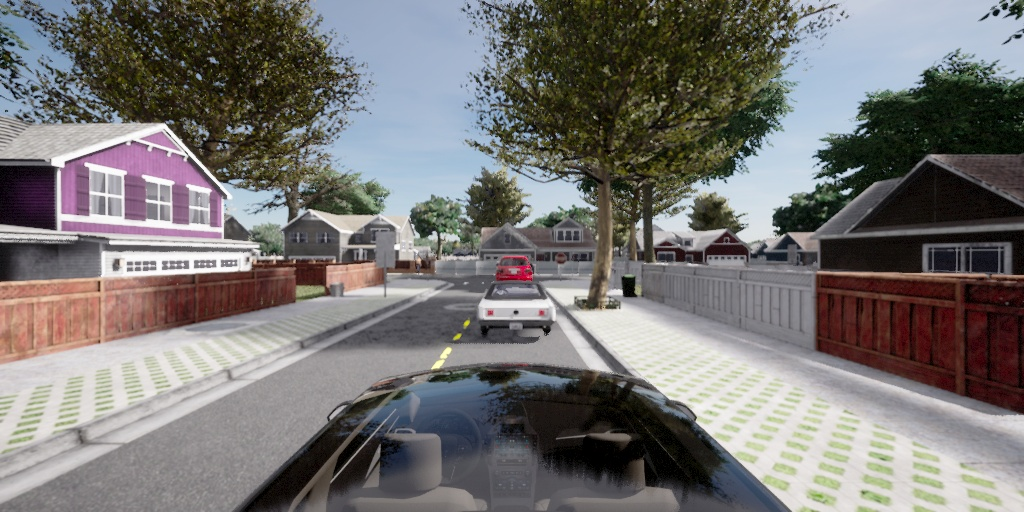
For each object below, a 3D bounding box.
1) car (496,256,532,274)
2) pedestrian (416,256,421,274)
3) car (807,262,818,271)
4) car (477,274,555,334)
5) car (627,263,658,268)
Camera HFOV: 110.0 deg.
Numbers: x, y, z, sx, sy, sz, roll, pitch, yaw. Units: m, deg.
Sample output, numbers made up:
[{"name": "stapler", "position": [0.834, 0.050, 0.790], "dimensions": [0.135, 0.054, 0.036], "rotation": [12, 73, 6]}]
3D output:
[{"name": "car", "position": [0.123, 1.046, 23.171], "dimensions": [2.150, 2.045, 5.566], "rotation": [0, 0, 0]}, {"name": "pedestrian", "position": [-9.729, 0.939, 37.268], "dimensions": [0.375, 1.860, 0.375], "rotation": [0, 0, -1]}, {"name": "car", "position": [30.043, 1.327, 34.718], "dimensions": [4.553, 1.767, 2.097], "rotation": [0, 0, -1]}, {"name": "car", "position": [0.107, 1.383, 10.742], "dimensions": [1.895, 1.301, 4.718], "rotation": [0, 0, 0]}, {"name": "car", "position": [12.877, 1.402, 34.570], "dimensions": [4.902, 1.511, 2.128], "rotation": [0, 0, -1]}]
